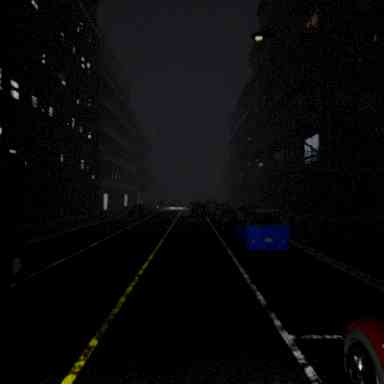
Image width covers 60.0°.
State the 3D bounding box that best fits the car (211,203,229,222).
[{"bbox_3d":[2.702,1.799,24.799,1.887,1.381,4.507,0,-1,0],"label":"car"}]

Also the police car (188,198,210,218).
[{"bbox_3d":[0.772,1.779,34.683,1.930,1.638,5.238,0,-1,0],"label":"police car"}]

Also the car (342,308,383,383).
[{"bbox_3d":[2.693,1.465,2.255,1.967,1.590,4.097,0,-1,0],"label":"car"}]

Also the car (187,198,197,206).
[{"bbox_3d":[0.028,2.075,70.949,2.128,1.511,4.902,0,-1,0],"label":"car"}]

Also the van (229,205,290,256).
[{"bbox_3d":[2.698,1.481,13.529,1.690,1.788,3.998,0,-1,0],"label":"van"}]

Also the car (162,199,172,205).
[{"bbox_3d":[-5.659,2.337,75.531,1.802,1.307,4.206,0,-1,0],"label":"car"}]

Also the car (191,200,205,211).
[{"bbox_3d":[0.804,2.016,50.540,1.837,1.490,4.892,0,-1,-2],"label":"car"}]

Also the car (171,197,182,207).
[{"bbox_3d":[-3.001,2.145,64.593,2.128,1.511,4.902,0,-1,1],"label":"car"}]

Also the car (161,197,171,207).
[{"bbox_3d":[-5.663,2.086,64.260,1.967,1.590,4.097,0,-1,0],"label":"car"}]

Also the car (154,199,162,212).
[{"bbox_3d":[-5.670,2.004,47.180,1.752,1.417,4.829,0,-1,0],"label":"car"}]

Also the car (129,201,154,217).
[{"bbox_3d":[-5.675,1.934,36.077,1.947,1.339,4.313,0,-1,0],"label":"car"}]

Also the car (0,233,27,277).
[{"bbox_3d":[-5.686,1.628,7.897,1.887,1.381,4.507,0,-1,0],"label":"car"}]

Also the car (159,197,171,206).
[{"bbox_3d":[-5.660,2.015,69.898,2.192,1.841,5.009,0,-1,0],"label":"car"}]

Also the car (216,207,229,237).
[{"bbox_3d":[2.699,1.763,19.162,1.947,1.339,4.313,0,-1,0],"label":"car"}]

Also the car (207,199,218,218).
[{"bbox_3d":[2.704,1.751,30.436,1.967,1.590,4.097,0,-1,0],"label":"car"}]

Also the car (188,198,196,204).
[{"bbox_3d":[0.035,2.235,85.948,2.033,1.411,5.357,0,-1,0],"label":"car"}]

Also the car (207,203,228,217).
[{"bbox_3d":[2.706,1.919,36.070,2.008,1.369,4.403,0,-1,0],"label":"car"}]
